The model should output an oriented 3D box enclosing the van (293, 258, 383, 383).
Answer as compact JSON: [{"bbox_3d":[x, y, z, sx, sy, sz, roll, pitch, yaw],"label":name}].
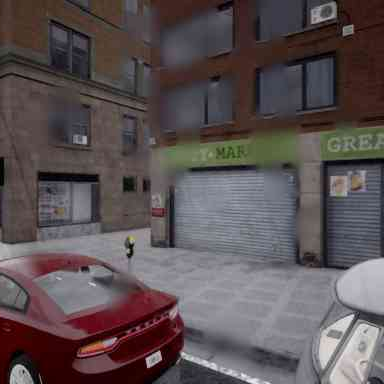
[{"bbox_3d":[2.411,1.341,1.357,3.998,1.788,1.690,0,0,35],"label":"van"}]

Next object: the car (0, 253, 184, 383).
[{"bbox_3d":[-2.198,1.544,4.644,4.507,1.381,1.887,0,0,35],"label":"car"}]
